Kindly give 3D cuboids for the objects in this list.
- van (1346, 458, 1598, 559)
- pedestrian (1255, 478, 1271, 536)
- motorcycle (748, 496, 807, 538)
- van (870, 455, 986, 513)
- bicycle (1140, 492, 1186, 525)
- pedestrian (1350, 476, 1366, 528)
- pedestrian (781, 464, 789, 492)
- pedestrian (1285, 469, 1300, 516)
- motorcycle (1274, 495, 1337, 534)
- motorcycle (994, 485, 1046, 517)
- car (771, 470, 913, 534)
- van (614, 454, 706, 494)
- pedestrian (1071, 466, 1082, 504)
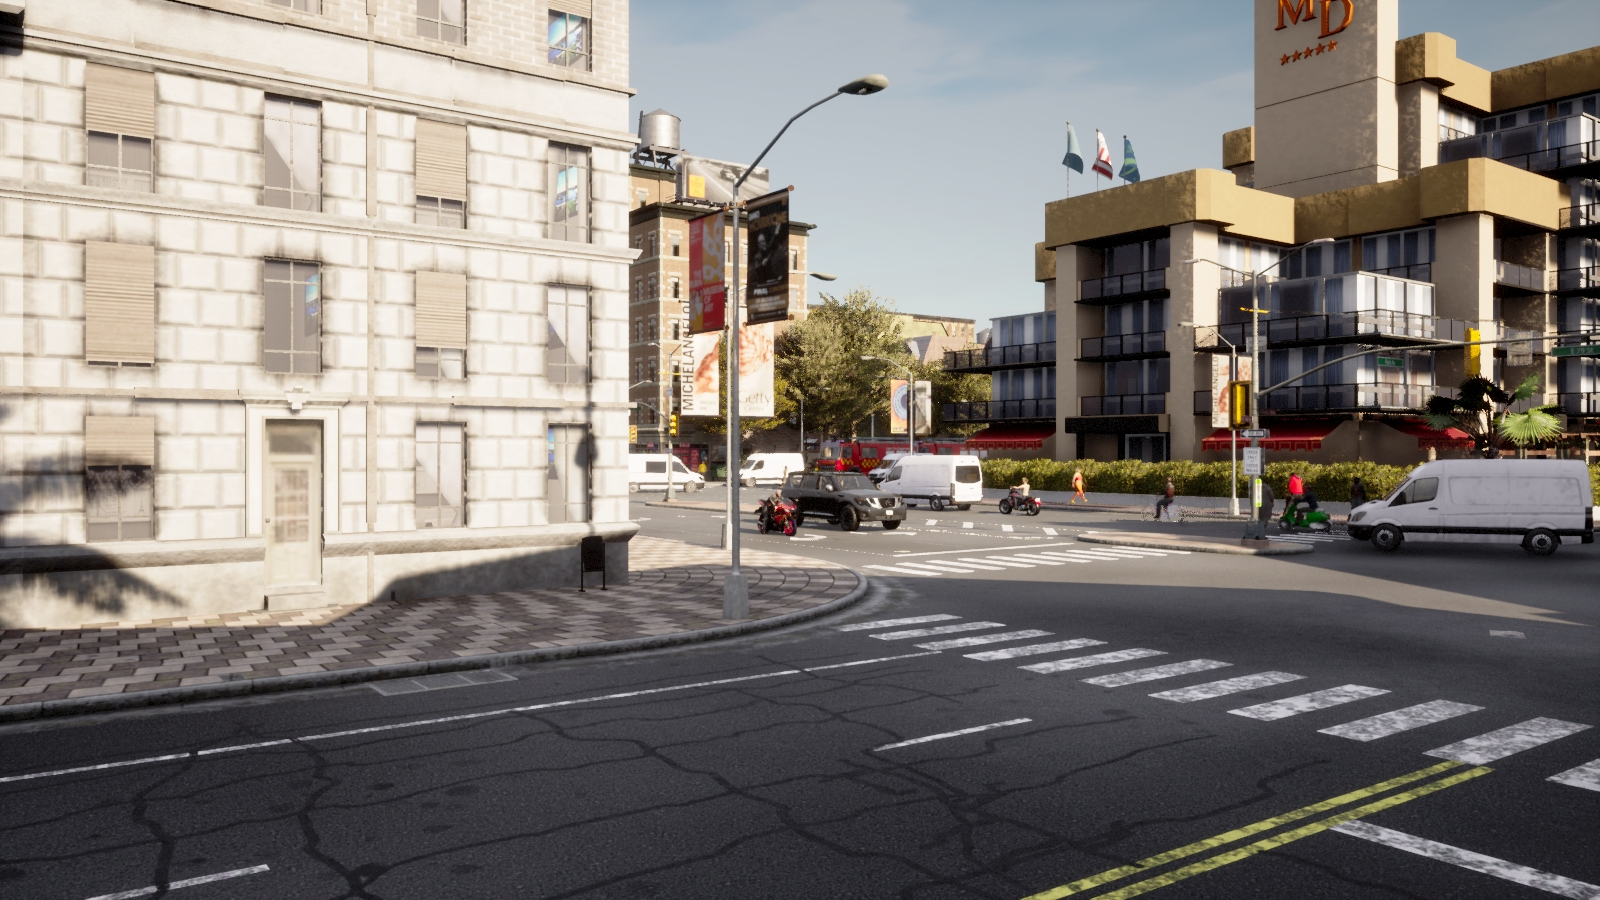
[{"bbox_3d":[18.542,1.535,31.908,5.915,2.561,1.988,0,0,26],"label":"van"},{"bbox_3d":[15.142,1.848,37.342,0.375,1.860,0.375,0,0,43],"label":"pedestrian"},{"bbox_3d":[-0.756,2.205,37.717,0.867,1.251,2.209,0,0,-36],"label":"motorcycle"},{"bbox_3d":[5.947,1.534,54.072,1.988,2.561,5.915,0,0,-36],"label":"van"},{"bbox_3d":[13.781,2.210,43.407,0.329,1.171,1.835,0,0,-37],"label":"bicycle"},{"bbox_3d":[19.929,1.849,40.800,0.375,1.860,0.375,0,0,-39],"label":"pedestrian"},{"bbox_3d":[-0.997,1.849,76.551,0.375,1.860,0.375,0,0,33],"label":"pedestrian"},{"bbox_3d":[19.609,1.696,45.476,0.375,1.860,0.375,0,0,-20],"label":"pedestrian"},{"bbox_3d":[17.245,2.182,38.997,0.856,1.236,1.805,0,0,-45],"label":"motorcycle"},{"bbox_3d":[9.406,2.170,48.968,0.764,1.277,2.356,0,0,-34],"label":"motorcycle"},{"bbox_3d":[1.410,1.779,41.176,2.150,2.045,5.566,0,0,-35],"label":"car"},{"bbox_3d":[-9.204,1.535,75.113,5.915,2.561,1.988,0,0,-10],"label":"van"},{"bbox_3d":[13.533,1.697,55.901,0.375,1.860,0.375,0,0,-39],"label":"pedestrian"}]
